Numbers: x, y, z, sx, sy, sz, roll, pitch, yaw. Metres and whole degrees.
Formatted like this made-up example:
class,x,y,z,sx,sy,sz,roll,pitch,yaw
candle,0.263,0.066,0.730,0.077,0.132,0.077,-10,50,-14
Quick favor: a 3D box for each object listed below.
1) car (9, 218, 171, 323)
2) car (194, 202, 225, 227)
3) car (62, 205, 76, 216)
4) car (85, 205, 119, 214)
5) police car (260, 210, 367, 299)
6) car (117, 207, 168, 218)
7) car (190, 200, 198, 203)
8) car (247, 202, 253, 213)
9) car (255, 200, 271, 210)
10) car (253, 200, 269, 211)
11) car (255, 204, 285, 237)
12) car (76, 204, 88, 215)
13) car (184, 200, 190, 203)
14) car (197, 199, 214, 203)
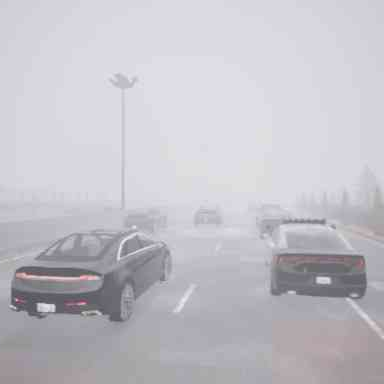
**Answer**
class,x,y,z,sx,sy,sz,roll,pitch,yaw
car,-1.803,1.582,7.468,2.128,1.511,4.902,0,-1,10
car,1.382,1.799,25.348,2.128,1.511,4.902,0,-1,10
car,-13.794,2.157,40.793,1.895,1.301,4.718,0,-1,11
car,-8.183,2.034,32.615,1.895,1.301,4.718,0,-1,10
police car,2.974,1.518,8.917,1.930,1.638,5.238,0,-1,10
car,-2.860,1.778,21.494,1.837,1.490,4.892,0,-1,10
car,2.167,2.321,76.265,2.097,1.767,4.553,-1,-1,30
car,8.489,2.073,44.843,2.033,1.411,5.357,0,-1,16
car,12.166,2.172,56.873,1.812,1.442,4.674,-1,-1,24
car,5.755,1.634,24.532,2.097,1.767,4.553,0,-1,10
car,4.709,1.689,18.653,1.882,1.535,5.008,0,-1,10
car,-10.812,2.108,37.700,1.895,1.301,4.718,0,-1,10
car,-0.161,2.611,79.179,1.895,1.301,4.718,-1,-1,30
car,3.510,2.484,71.374,1.895,1.301,4.718,-1,-1,27
